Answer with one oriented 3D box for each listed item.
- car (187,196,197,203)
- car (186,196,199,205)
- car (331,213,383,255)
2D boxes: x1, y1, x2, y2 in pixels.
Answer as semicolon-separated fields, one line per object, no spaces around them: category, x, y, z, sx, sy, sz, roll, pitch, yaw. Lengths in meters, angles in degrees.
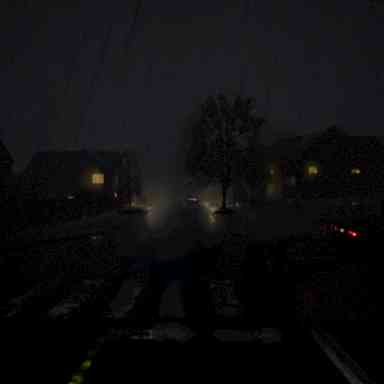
car;0.067;1.492;64.599;1.895;1.301;4.718;0;0;0
car;0.132;1.373;54.171;2.128;1.511;4.902;0;0;0
car;7.966;1.410;12.051;5.357;1.411;2.033;-1;2;0
